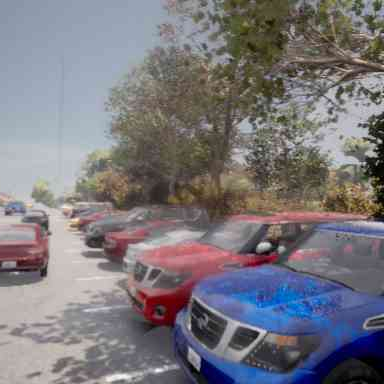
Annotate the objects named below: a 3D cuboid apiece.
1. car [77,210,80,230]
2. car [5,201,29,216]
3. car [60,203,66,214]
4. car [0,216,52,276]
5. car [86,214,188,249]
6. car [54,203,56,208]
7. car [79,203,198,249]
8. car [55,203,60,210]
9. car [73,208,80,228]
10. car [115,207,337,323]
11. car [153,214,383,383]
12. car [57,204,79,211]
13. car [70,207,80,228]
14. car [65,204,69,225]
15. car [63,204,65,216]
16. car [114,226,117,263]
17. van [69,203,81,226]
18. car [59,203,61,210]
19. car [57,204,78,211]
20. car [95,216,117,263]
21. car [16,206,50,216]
[{"bbox_3d":[-4.004,2.003,19.687,4.792,1.488,2.163,2,-2,-23],"label":"car"},{"bbox_3d":[-24.510,2.231,46.331,2.150,2.045,5.566,2,-3,-23],"label":"car"},{"bbox_3d":[-13.866,2.516,42.724,5.008,1.535,2.097,2,-2,-23],"label":"car"},{"bbox_3d":[-5.555,1.726,10.631,1.812,1.442,4.674,2,-2,-23],"label":"car"},{"bbox_3d":[-2.849,1.947,17.153,4.792,1.488,2.163,2,-2,-23],"label":"car"},{"bbox_3d":[-28.512,3.614,76.904,5.008,1.535,2.097,2,-2,-23],"label":"car"},{"bbox_3d":[-1.796,1.609,14.583,5.566,2.045,2.435,2,-2,-23],"label":"car"},{"bbox_3d":[-27.281,3.559,74.007,4.674,1.452,2.002,2,-2,-23],"label":"car"},{"bbox_3d":[-5.083,2.031,22.255,5.008,1.535,2.097,2,-2,-23],"label":"car"},{"bbox_3d":[1.508,1.454,6.910,5.566,2.045,2.435,2,-2,-23],"label":"car"},{"bbox_3d":[2.561,1.408,4.466,5.566,2.045,2.435,2,-2,-23],"label":"car"},{"bbox_3d":[-29.812,3.714,79.907,4.892,1.521,2.231,2,-2,-23],"label":"car"},{"bbox_3d":[-7.283,2.185,27.371,4.674,1.452,2.002,2,-2,-23],"label":"car"},{"bbox_3d":[-10.604,2.194,35.037,4.553,1.767,2.185,2,-2,-23],"label":"car"},{"bbox_3d":[-12.771,2.488,40.161,4.674,1.452,2.002,2,-2,-23],"label":"car"},{"bbox_3d":[0.377,1.798,9.582,4.674,1.452,2.002,2,-2,-23],"label":"car"},{"bbox_3d":[-9.370,2.037,32.544,4.442,1.987,1.878,2,-2,-23],"label":"van"},{"bbox_3d":[-16.068,2.664,47.836,5.008,1.535,2.097,2,-2,-23],"label":"car"},{"bbox_3d":[-31.100,3.852,82.916,4.674,1.452,2.002,2,-2,-23],"label":"car"},{"bbox_3d":[-0.677,1.808,12.026,5.008,1.535,2.097,2,-2,-23],"label":"car"},{"bbox_3d":[-11.501,2.029,24.441,1.812,1.442,4.674,2,-2,-23],"label":"car"}]
